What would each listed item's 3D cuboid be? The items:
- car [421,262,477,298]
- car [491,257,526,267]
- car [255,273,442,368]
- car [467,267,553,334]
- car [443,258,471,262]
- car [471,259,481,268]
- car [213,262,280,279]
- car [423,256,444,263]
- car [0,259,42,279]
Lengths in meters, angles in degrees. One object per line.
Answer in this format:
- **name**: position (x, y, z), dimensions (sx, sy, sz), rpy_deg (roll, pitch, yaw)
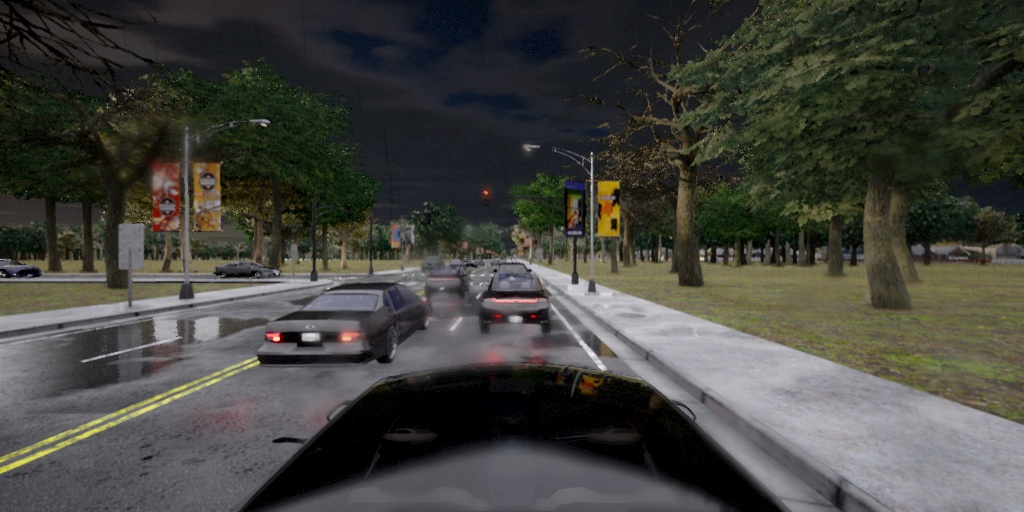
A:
- **car**: position (-3.163, 1.244, 18.272), dimensions (2.128, 1.511, 4.902), rpy_deg (0, 0, -2)
- **car**: position (0.036, 1.104, 19.609), dimensions (2.097, 1.767, 4.553), rpy_deg (0, 0, 0)
- **car**: position (-3.147, 1.298, 8.037), dimensions (2.033, 1.411, 5.357), rpy_deg (0, 0, -1)
- **car**: position (0.088, 1.242, 10.635), dimensions (2.128, 1.511, 4.902), rpy_deg (0, 0, 0)
- **car**: position (-6.663, 1.309, 43.895), dimensions (2.033, 1.411, 5.357), rpy_deg (0, 0, 0)
- **car**: position (-6.672, 1.376, 58.955), dimensions (1.895, 1.301, 4.718), rpy_deg (0, 0, 0)
- **car**: position (-22.165, 1.223, 30.092), dimensions (4.902, 1.511, 2.128), rpy_deg (0, 0, 0)
- **car**: position (-9.901, 0.984, 45.683), dimensions (2.150, 2.045, 5.566), rpy_deg (0, 0, 0)
- **car**: position (-42.688, 1.063, 30.095), dimensions (4.553, 1.767, 2.097), rpy_deg (0, 0, 0)
